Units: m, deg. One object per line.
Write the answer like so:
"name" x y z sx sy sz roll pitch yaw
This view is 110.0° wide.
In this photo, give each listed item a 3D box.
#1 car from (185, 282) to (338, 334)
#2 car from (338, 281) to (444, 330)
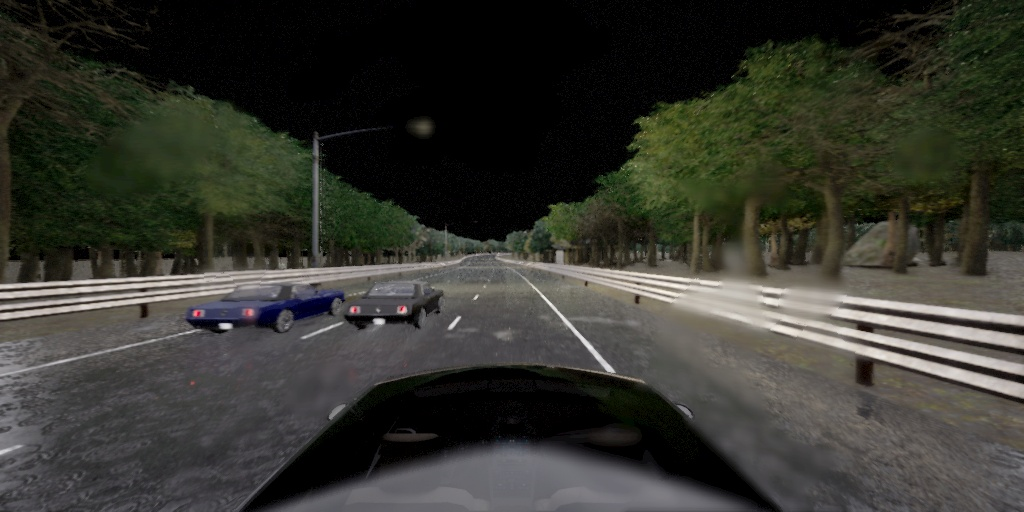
"car" -6.937 1.437 10.909 1.895 1.301 4.718 0 0 0
"car" -3.442 1.436 11.505 1.895 1.301 4.718 0 0 0
